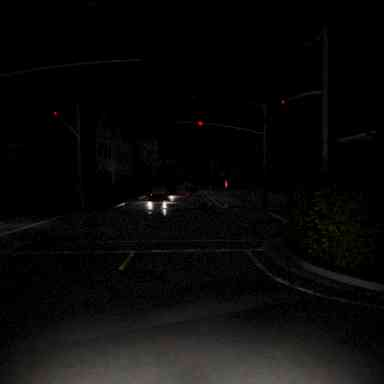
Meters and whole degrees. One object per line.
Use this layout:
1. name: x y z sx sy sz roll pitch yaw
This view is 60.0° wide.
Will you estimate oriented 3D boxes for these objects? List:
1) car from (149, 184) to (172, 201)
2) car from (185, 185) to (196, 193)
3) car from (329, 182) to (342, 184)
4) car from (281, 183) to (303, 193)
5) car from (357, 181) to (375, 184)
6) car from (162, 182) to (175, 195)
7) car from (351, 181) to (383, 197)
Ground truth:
1. car: -3.720 0.147 37.792 1.882 1.535 5.008 -1 2 0
2. car: -0.177 -0.567 58.719 1.812 1.442 4.674 -1 2 0
3. car: 25.301 -1.045 59.514 2.152 1.636 5.027 -1 2 0
4. car: 15.263 -0.538 52.100 2.007 1.523 4.514 -1 2 0
5. car: 19.012 -0.181 34.242 1.905 1.878 3.866 -1 2 0
6. car: -3.745 -0.562 50.809 2.150 2.045 5.566 -1 2 0
7. car: 22.256 -0.468 42.123 1.932 1.855 4.605 -1 2 0
